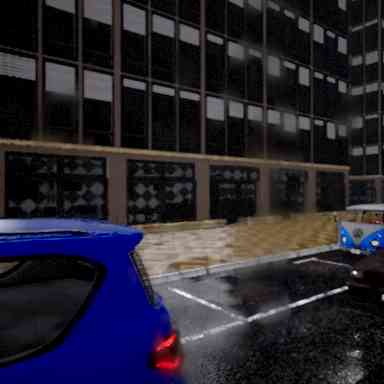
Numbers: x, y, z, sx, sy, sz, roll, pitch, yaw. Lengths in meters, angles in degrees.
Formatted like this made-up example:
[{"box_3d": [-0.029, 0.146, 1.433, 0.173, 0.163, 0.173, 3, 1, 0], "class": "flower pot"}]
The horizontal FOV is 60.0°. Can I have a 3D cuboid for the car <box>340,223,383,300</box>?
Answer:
[{"box_3d": [5.696, 1.510, 7.521, 5.357, 1.411, 2.033, 0, 0, -36], "class": "car"}]

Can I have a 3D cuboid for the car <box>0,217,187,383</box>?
[{"box_3d": [-2.617, 1.240, 1.488, 5.566, 2.045, 2.150, 0, 0, -36], "class": "car"}]

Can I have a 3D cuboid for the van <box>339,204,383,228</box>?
[{"box_3d": [6.729, 1.295, 11.467, 3.998, 1.788, 1.690, 0, 0, -36], "class": "van"}]
